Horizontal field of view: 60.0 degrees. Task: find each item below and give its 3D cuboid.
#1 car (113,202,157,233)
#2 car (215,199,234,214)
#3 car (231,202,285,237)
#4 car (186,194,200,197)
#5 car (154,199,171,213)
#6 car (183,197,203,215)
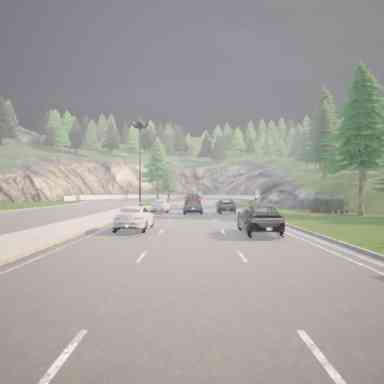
[{"bbox_3d":[-3.400,1.526,19.635,1.812,1.442,4.674,0,0,0],"label":"car"},{"bbox_3d":[3.599,1.489,35.566,2.128,1.511,4.902,0,0,0],"label":"car"},{"bbox_3d":[3.601,1.491,17.908,2.128,1.511,4.902,0,0,0],"label":"car"},{"bbox_3d":[0.092,1.222,43.871,2.150,2.045,5.566,0,0,0],"label":"car"},{"bbox_3d":[-3.402,1.526,36.416,1.812,1.442,4.674,0,0,0],"label":"car"},{"bbox_3d":[0.099,1.564,34.384,1.994,1.385,4.181,0,0,0],"label":"car"}]
